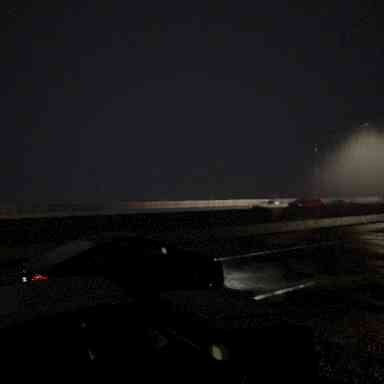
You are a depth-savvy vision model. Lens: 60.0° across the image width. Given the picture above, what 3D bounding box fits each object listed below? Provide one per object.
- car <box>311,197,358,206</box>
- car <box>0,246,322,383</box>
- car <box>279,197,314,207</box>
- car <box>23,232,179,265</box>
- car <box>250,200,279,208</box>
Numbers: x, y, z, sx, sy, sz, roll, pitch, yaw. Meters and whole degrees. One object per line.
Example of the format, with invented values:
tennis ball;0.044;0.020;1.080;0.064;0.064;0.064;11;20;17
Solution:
car;13.749;1.441;31.012;4.902;1.511;2.128;0;0;-35
car;-1.149;1.547;2.927;5.357;1.411;2.033;0;0;-35
car;11.373;1.303;33.615;4.553;1.767;2.097;0;0;-35
car;-1.344;1.559;7.089;4.181;1.385;1.994;0;0;-36
car;8.431;1.553;35.817;4.718;1.301;1.895;0;0;-35
